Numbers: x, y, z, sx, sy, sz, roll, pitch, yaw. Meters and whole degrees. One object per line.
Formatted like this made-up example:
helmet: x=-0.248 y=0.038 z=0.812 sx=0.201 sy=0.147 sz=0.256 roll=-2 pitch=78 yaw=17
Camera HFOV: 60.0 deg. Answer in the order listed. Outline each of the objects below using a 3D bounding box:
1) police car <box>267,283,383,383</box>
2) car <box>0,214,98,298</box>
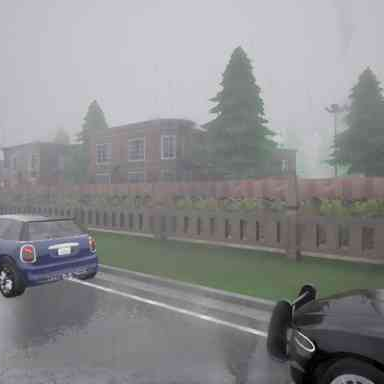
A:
police car: x=3.228 y=1.425 z=2.734 sx=5.238 sy=1.638 sz=1.930 roll=0 pitch=0 yaw=38
car: x=-4.548 y=1.351 z=8.797 sx=4.553 sy=1.767 sz=2.097 roll=0 pitch=0 yaw=38
